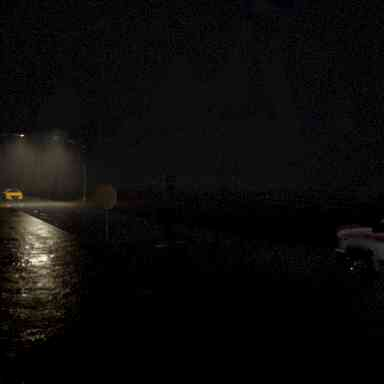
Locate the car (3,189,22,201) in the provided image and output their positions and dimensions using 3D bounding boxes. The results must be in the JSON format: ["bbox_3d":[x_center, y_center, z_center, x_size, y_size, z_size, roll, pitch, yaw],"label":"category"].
[{"bbox_3d":[-24.609,0.361,45.641,1.882,1.535,5.008,0,1,-35],"label":"car"}]

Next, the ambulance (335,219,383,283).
[{"bbox_3d":[6.246,1.061,6.707,2.351,2.431,6.366,0,1,-35],"label":"ambulance"}]
